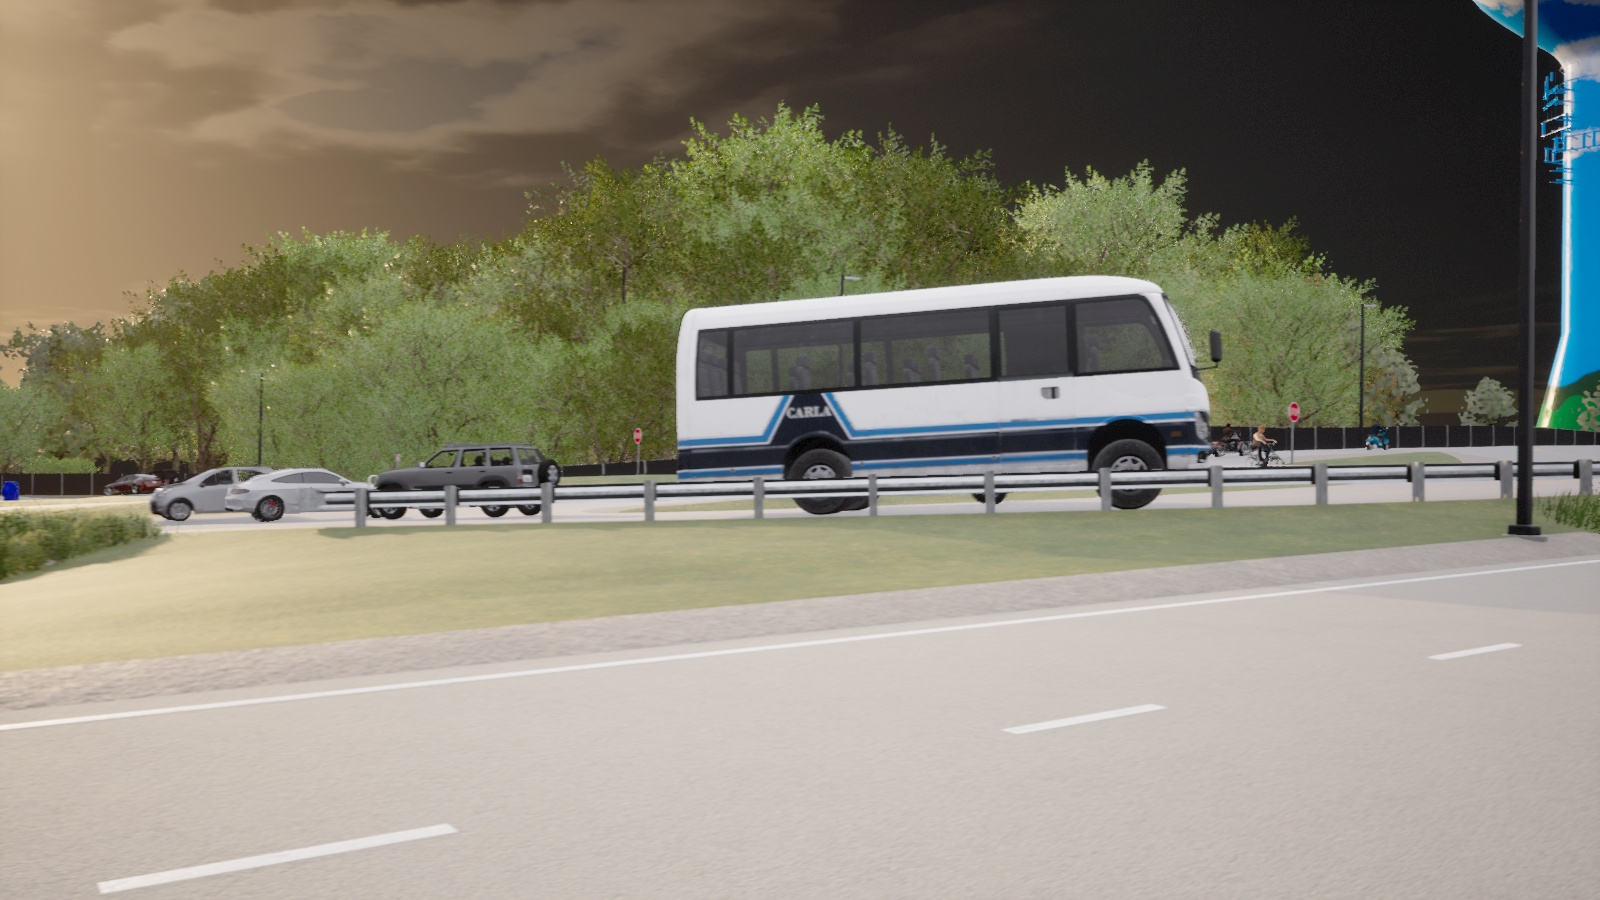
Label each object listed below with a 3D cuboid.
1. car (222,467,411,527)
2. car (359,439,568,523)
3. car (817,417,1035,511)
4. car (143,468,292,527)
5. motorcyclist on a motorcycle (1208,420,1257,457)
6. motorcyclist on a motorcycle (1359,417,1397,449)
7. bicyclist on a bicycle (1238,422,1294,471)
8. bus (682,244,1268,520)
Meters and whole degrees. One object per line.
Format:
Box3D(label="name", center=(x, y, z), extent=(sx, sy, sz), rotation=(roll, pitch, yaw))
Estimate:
Box3D(label="car", center=(-13.430, 1.275, 34.960), extent=(4.674, 1.442, 1.812), rotation=(-1, -1, -30))
Box3D(label="car", center=(-8.267, 0.787, 30.881), extent=(4.605, 1.855, 1.932), rotation=(-2, -2, 18))
Box3D(label="car", center=(2.778, 0.320, 28.076), extent=(4.605, 1.855, 1.932), rotation=(-2, -1, 5))
Box3D(label="car", center=(-16.944, 1.350, 36.570), extent=(3.633, 1.501, 1.845), rotation=(-2, 1, -35))
Box3D(label="motorcyclist on a motorcycle", center=(20.291, -0.551, 58.887), extent=(2.350, 1.649, 0.766), rotation=(-2, 0, -29))
Box3D(label="motorcyclist on a motorcycle", center=(30.065, -0.883, 65.280), extent=(1.817, 1.590, 0.866), rotation=(-1, 1, -29))
Box3D(label="bicyclist on a bicycle", center=(15.878, -0.112, 42.827), extent=(0.866, 1.612, 1.509), rotation=(-2, 0, -38))
Box3D(label="bus", center=(3.306, -0.993, 24.340), extent=(10.273, 4.253, 3.944), rotation=(-3, -3, 15))
